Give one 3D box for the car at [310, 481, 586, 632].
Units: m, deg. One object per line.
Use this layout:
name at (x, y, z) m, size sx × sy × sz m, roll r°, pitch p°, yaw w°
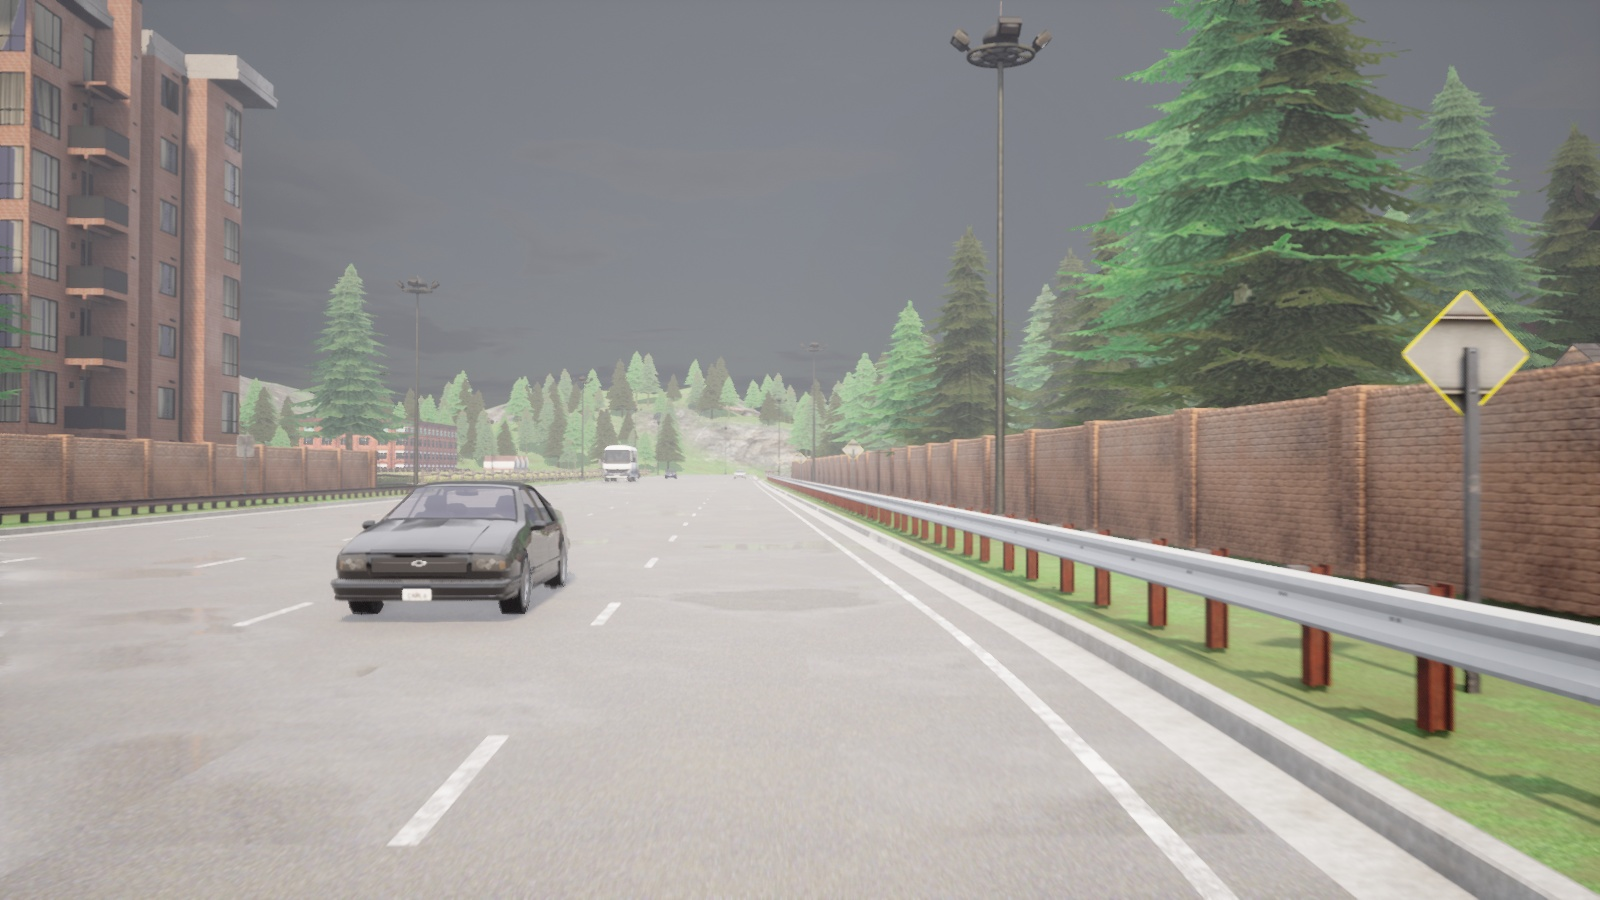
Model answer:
car at (-3.894, 1.104, 14.963) m, size 2.033 × 1.411 × 5.357 m, roll 0°, pitch -1°, yaw -3°
